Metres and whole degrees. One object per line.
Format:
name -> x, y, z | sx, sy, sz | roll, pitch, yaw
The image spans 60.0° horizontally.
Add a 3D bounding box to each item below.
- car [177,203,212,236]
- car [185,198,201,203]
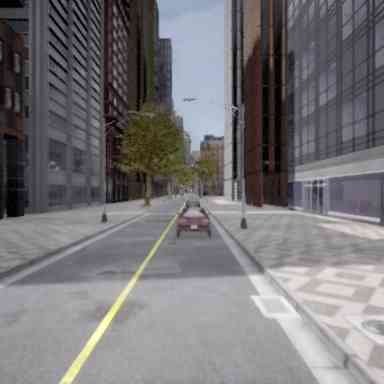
car -> 0.106, 1.571, 18.761 | 1.812, 1.442, 4.674 | 0, 0, 0
car -> 0.114, 1.596, 44.547 | 2.128, 1.511, 4.902 | 0, 0, 0
